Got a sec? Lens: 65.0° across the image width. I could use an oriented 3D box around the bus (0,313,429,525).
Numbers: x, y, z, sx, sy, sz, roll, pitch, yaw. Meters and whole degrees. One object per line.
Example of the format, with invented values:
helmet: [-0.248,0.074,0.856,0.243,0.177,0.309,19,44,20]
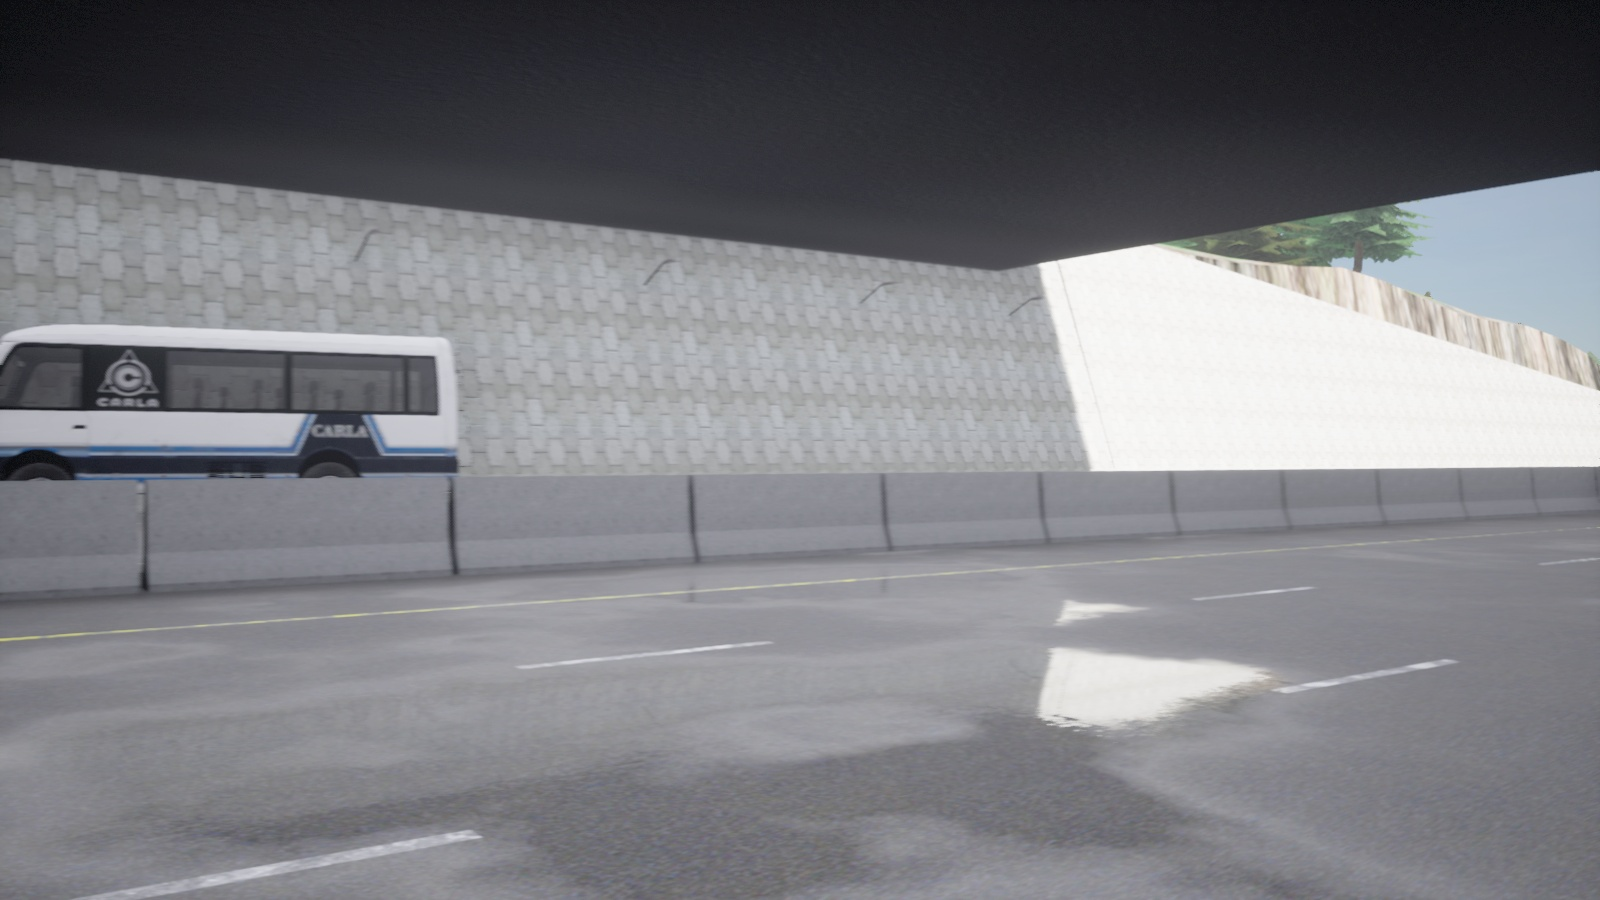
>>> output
bus: [-13.939,-0.533,28.213,10.273,4.253,3.944,0,-3,-24]
